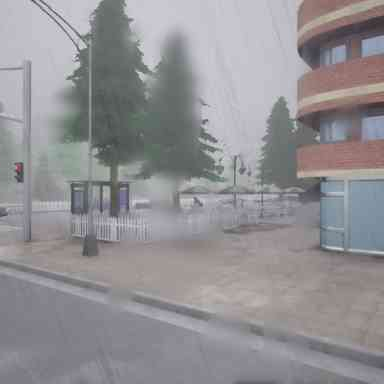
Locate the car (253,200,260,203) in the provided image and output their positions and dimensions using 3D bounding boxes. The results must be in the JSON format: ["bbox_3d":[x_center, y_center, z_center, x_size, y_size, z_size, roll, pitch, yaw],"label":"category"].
[{"bbox_3d":[12.318,1.545,54.483,4.718,1.301,1.895,0,0,-24],"label":"car"}]

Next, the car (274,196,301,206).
[{"bbox_3d":[14.613,1.297,47.488,4.553,1.767,2.097,0,0,-25],"label":"car"}]

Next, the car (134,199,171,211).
[{"bbox_3d":[-4.759,1.545,40.381,1.895,1.301,4.718,0,0,38],"label":"car"}]

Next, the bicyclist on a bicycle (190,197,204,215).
[{"bbox_3d":[0.404,1.245,27.328,1.656,1.620,0.582,0,0,36],"label":"bicyclist on a bicycle"}]

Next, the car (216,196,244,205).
[{"bbox_3d":[6.311,1.422,55.116,5.008,1.535,1.882,0,0,-31],"label":"car"}]

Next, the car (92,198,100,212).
[{"bbox_3d":[-10.680,1.422,38.282,1.882,1.535,5.008,0,0,37],"label":"car"}]

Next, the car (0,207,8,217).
[{"bbox_3d":[-16.544,1.492,24.340,2.033,1.411,5.357,0,0,36],"label":"car"}]

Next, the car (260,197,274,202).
[{"bbox_3d":[13.332,1.545,50.766,4.718,1.301,1.895,0,0,-26],"label":"car"}]
